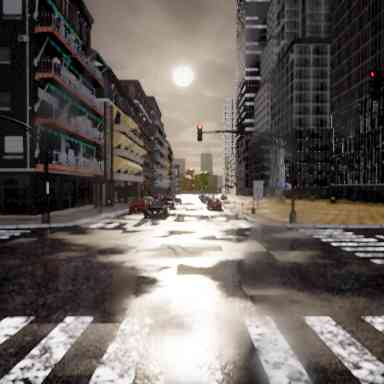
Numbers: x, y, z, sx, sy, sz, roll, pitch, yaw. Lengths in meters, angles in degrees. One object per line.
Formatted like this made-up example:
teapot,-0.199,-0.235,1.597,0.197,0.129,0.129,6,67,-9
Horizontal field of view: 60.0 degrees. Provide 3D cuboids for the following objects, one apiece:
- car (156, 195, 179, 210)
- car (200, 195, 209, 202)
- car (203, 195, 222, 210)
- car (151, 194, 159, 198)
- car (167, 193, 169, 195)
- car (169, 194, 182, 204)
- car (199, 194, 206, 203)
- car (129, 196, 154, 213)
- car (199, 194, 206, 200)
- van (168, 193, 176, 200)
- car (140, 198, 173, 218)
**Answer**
car,-3.012,1.429,41.181,1.837,1.490,4.892,0,0,0
car,2.798,1.419,75.245,1.887,1.381,4.507,-1,0,0
car,2.729,1.469,41.351,1.887,1.381,4.507,-1,0,0
car,-5.620,1.365,41.310,1.967,1.590,4.097,-1,0,0
car,-5.586,1.339,58.256,1.967,1.590,4.097,-1,0,0
car,-2.895,1.494,62.054,1.895,1.301,4.718,0,0,1
car,2.775,1.441,63.946,2.008,1.369,4.403,-1,0,0
car,-5.630,1.479,35.661,1.887,1.381,4.507,-1,0,0
car,2.832,1.376,92.362,1.752,1.417,4.829,-1,0,0
van,-5.518,1.193,92.149,1.690,1.788,3.998,-1,0,0
car,-3.041,1.509,29.435,1.994,1.385,4.181,0,0,0
